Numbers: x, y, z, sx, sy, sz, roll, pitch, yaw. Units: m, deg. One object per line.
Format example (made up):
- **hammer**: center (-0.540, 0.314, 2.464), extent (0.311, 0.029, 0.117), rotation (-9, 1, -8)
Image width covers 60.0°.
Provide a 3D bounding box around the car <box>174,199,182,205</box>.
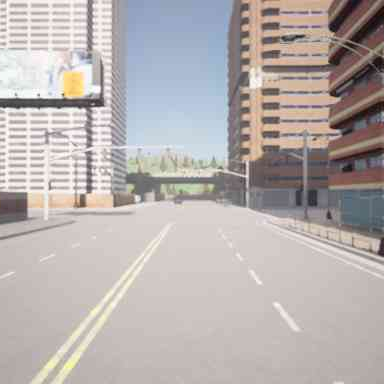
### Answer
- **car**: center (-3.496, 2.477, 83.129), extent (1.994, 1.385, 4.181), rotation (0, -1, 0)
